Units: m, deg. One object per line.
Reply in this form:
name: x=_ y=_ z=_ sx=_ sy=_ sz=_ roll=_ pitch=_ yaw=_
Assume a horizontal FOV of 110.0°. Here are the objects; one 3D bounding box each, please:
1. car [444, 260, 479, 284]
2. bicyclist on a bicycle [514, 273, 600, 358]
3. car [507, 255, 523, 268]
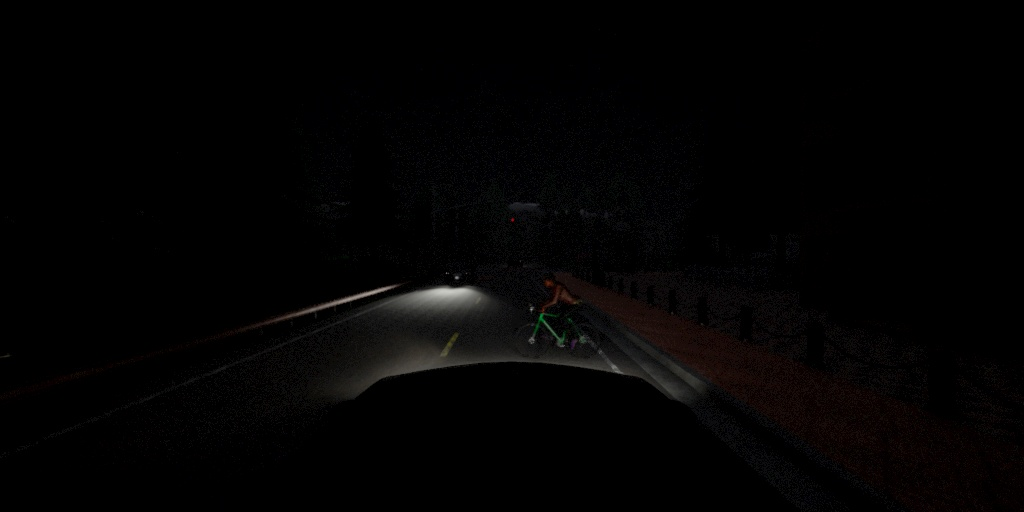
car: x=-3.366 y=1.059 z=24.496 sx=2.128 sy=1.511 sz=4.902 roll=0 pitch=0 yaw=0
bicyclist on a bicycle: x=0.856 y=1.146 z=6.809 sx=1.656 sy=1.620 sz=0.582 roll=0 pitch=0 yaw=0
car: x=0.402 y=0.714 z=50.369 sx=2.097 sy=1.767 sz=4.553 roll=0 pitch=1 yaw=0
